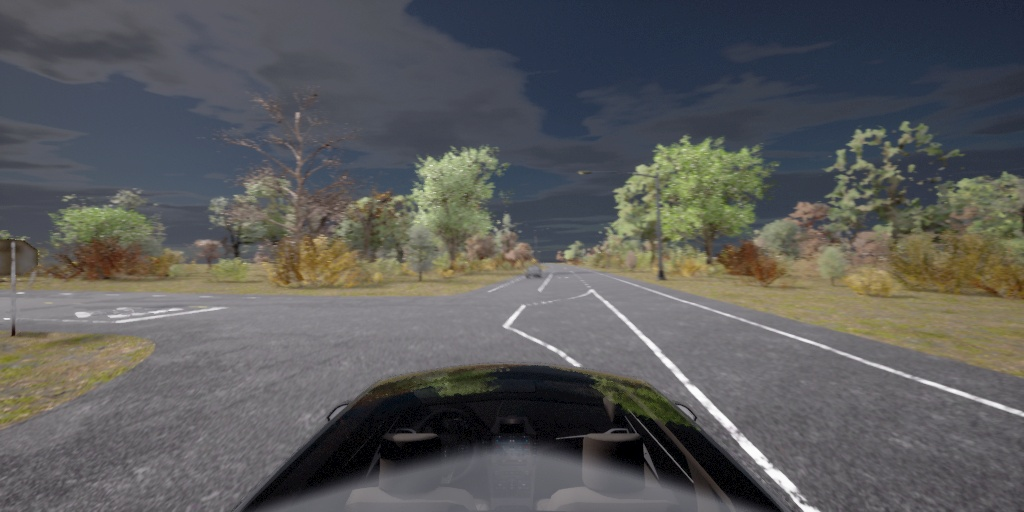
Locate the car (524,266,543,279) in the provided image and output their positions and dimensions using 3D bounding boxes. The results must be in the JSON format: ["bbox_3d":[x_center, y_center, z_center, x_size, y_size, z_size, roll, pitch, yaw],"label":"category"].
[{"bbox_3d":[2.657,1.974,42.988,1.837,1.490,4.892,-2,-1,8],"label":"car"}]
